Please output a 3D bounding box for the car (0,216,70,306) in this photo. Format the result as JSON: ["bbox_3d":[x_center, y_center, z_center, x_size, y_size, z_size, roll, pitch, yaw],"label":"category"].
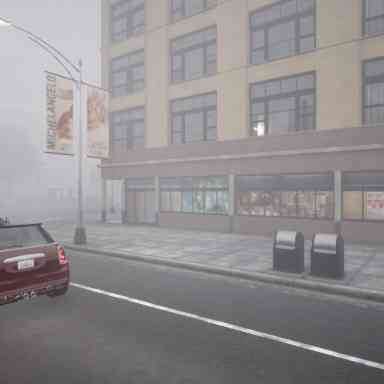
[{"bbox_3d":[-4.784,1.352,7.386,4.553,1.767,2.097,0,0,36],"label":"car"}]
